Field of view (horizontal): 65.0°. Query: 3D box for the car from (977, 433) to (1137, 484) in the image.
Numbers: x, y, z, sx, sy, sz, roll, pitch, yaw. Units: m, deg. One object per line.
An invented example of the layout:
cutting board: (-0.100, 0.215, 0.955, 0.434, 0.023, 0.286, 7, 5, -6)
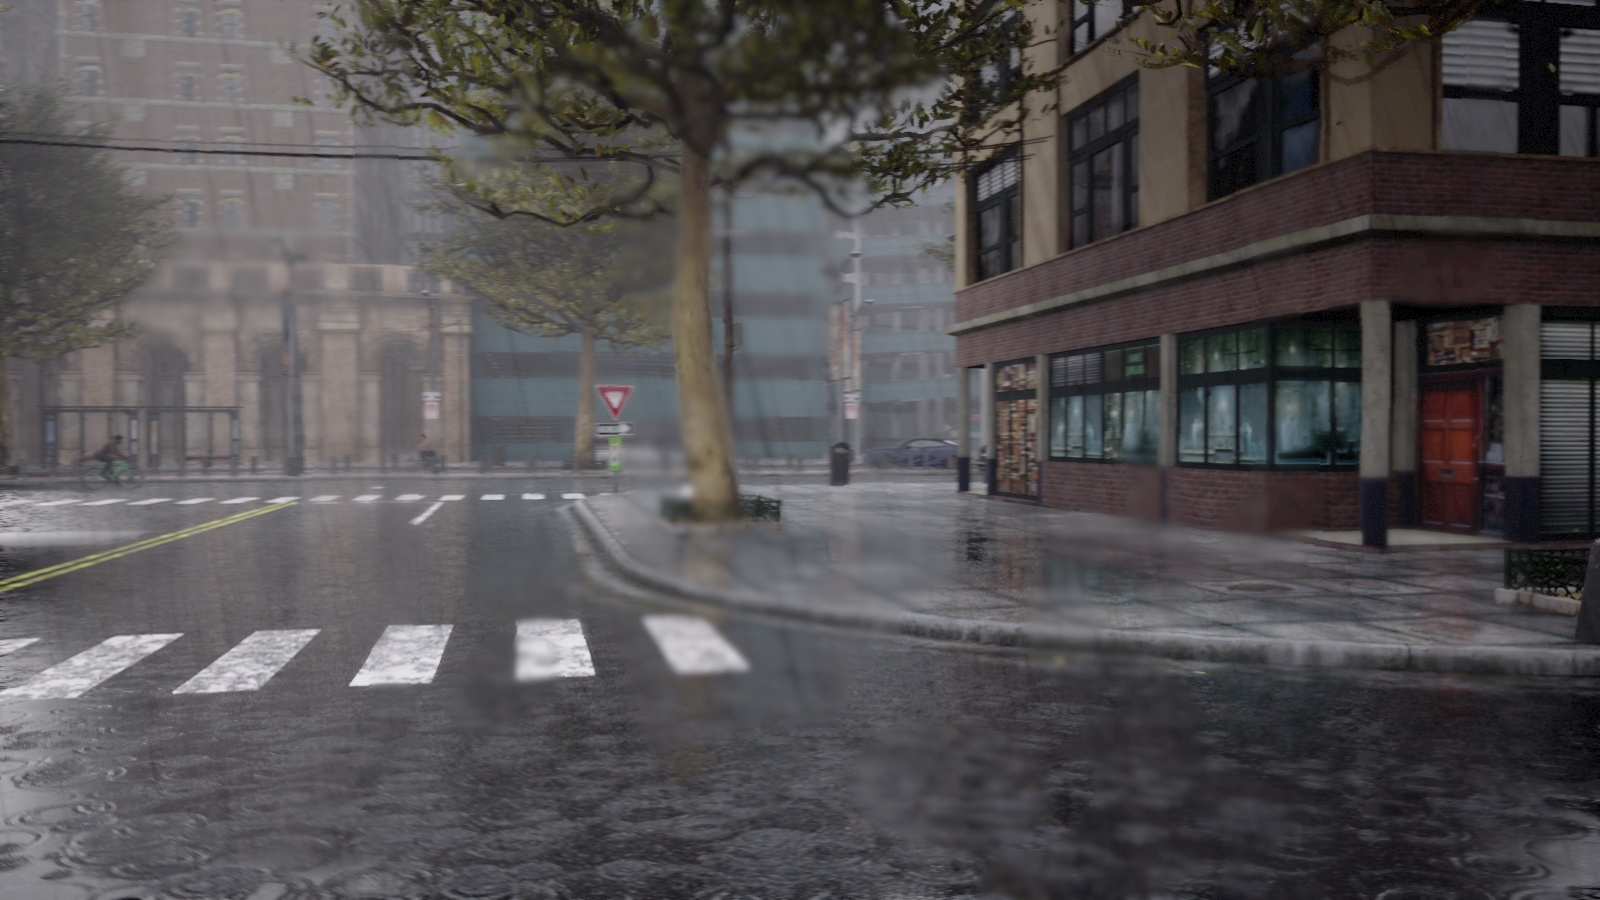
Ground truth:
car: (8.611, 0.280, 42.246, 4.856, 1.649, 2.033, 0, 1, -11)

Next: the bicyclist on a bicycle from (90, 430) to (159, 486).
bicyclist on a bicycle: (-19.694, 0.235, 36.635, 1.656, 1.620, 0.582, 0, 1, -11)

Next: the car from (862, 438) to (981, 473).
car: (5.121, 0.223, 53.268, 4.674, 1.442, 1.812, 0, 1, -11)
